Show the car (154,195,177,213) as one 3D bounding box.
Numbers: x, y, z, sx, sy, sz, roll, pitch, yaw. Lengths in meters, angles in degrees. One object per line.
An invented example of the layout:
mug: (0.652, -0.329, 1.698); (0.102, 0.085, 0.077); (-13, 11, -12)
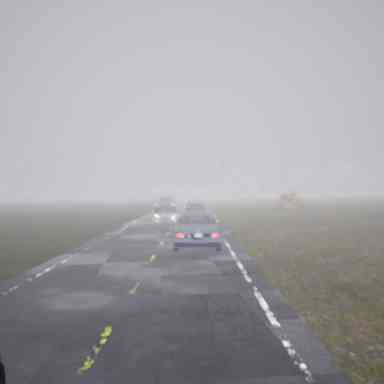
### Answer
car: (-2.598, 1.195, 33.750); (2.097, 1.767, 4.553); (0, 0, 1)

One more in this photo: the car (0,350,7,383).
car: (-2.818, 1.555, 1.520); (1.994, 1.385, 4.181); (0, 0, 1)

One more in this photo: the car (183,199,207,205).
car: (0.277, 1.356, 29.095); (2.128, 1.511, 4.902); (0, 0, 1)

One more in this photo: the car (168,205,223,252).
car: (0.194, 1.483, 13.632); (2.033, 1.411, 5.357); (0, 0, 0)
